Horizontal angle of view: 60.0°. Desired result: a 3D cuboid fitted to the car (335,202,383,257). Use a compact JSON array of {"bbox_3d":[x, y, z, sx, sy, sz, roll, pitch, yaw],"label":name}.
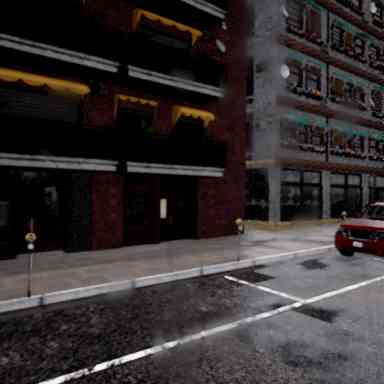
[{"bbox_3d":[7.107,1.275,11.601,5.009,1.841,2.192,0,1,-35],"label":"car"}]
